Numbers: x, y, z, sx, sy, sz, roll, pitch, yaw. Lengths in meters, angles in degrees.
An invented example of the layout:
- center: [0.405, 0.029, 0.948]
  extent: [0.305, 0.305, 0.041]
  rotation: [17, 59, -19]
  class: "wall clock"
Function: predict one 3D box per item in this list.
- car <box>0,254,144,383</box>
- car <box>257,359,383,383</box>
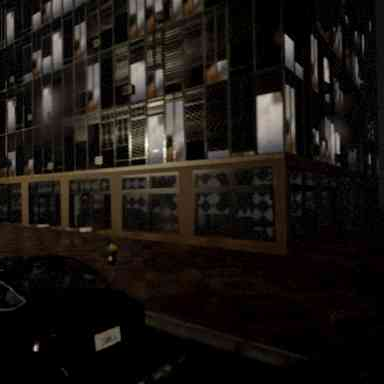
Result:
- center: [-2.568, 1.559, 4.683]
  extent: [4.313, 1.339, 1.947]
  rotation: [0, -1, 36]
  class: "car"
- center: [2.071, 1.568, 1.374]
  extent: [4.313, 1.339, 1.947]
  rotation: [0, -1, 36]
  class: "car"
